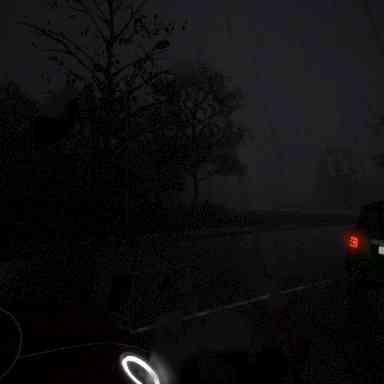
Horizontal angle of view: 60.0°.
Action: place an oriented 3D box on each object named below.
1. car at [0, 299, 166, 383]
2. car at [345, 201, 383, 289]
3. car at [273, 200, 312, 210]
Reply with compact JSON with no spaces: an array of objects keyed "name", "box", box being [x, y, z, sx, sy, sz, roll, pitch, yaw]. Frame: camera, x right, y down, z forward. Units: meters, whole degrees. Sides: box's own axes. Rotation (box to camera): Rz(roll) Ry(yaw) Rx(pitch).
[{"name":"car","box":[-2.354,1.352,2.029,4.553,1.767,2.097,0,0,-36]},{"name":"car","box":[5.919,1.221,7.882,5.566,2.045,2.150,0,0,-35]},{"name":"car","box":[12.731,1.615,42.395,1.895,1.301,4.718,0,0,-40]}]
